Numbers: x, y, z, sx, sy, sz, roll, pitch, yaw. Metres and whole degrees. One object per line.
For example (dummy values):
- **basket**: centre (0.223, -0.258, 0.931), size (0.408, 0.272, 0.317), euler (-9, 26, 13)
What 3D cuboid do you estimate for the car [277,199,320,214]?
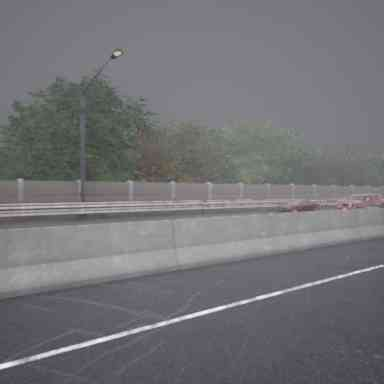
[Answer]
- **car**: centre (10.453, 1.440, 32.507), size (5.008, 1.535, 1.882), euler (0, 0, -34)

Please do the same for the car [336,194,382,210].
- **car**: centre (16.428, 1.190, 32.318), size (5.566, 2.045, 2.150), euler (0, 0, -34)

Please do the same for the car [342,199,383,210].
- **car**: centre (14.350, 1.534, 26.690), size (4.181, 1.385, 1.994), euler (0, 0, -34)
